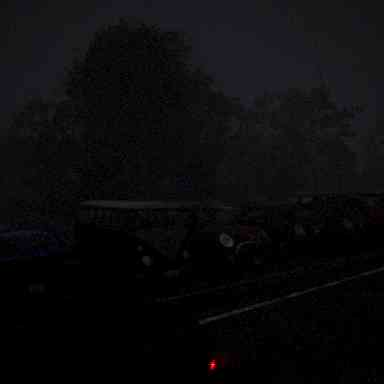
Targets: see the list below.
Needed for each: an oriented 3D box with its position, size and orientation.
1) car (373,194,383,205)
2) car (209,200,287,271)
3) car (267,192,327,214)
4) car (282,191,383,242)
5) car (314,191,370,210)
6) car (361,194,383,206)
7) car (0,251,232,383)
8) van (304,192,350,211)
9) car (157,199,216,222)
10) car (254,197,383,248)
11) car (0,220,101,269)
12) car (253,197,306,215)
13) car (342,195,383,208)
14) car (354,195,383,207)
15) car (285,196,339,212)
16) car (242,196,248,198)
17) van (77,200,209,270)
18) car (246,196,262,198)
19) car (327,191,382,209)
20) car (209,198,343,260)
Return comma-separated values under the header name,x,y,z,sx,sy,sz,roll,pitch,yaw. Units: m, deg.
name,x,y,z,sx,sy,sz,roll,pitch,yaw
car,28.807,1.030,47.157,2.097,1.535,5.008,-1,1,-36
car,0.485,1.297,10.889,2.185,1.767,4.553,-1,0,-36
car,10.714,1.004,34.271,2.435,2.045,5.566,-1,0,-36
car,7.361,1.107,15.729,2.435,2.045,5.566,-1,0,-36
car,17.489,0.939,39.111,2.435,2.045,5.566,-1,0,-36
car,26.437,1.065,45.697,1.946,1.575,5.366,-1,1,-36
car,-2.213,1.553,2.107,5.357,1.411,2.033,-1,0,-35
van,15.179,0.986,37.569,1.878,1.987,4.442,-1,0,-36
car,-0.563,1.363,26.184,2.231,1.521,4.892,-1,0,-36
car,5.083,1.254,14.098,2.185,1.767,4.553,-1,0,-36
car,-4.054,1.466,7.600,2.097,1.535,5.008,-1,0,-36
car,8.491,1.306,32.612,2.163,1.488,4.792,-1,0,-36
car,22.008,1.165,42.341,2.163,1.488,4.792,-1,0,-36
car,24.307,1.136,43.911,2.163,1.488,4.792,-1,0,-36
car,12.883,1.231,36.014,1.946,1.575,5.366,-1,0,-36
car,1.807,1.338,27.643,1.946,1.575,5.366,-1,0,-36
van,-1.710,1.219,9.138,1.878,1.987,4.442,-1,0,-36
car,6.196,1.172,31.045,2.185,1.767,4.553,-1,0,-36
car,19.782,0.913,40.679,2.435,2.045,5.566,-1,0,-36
car,2.802,1.275,12.468,2.185,1.767,4.553,-1,0,-36
